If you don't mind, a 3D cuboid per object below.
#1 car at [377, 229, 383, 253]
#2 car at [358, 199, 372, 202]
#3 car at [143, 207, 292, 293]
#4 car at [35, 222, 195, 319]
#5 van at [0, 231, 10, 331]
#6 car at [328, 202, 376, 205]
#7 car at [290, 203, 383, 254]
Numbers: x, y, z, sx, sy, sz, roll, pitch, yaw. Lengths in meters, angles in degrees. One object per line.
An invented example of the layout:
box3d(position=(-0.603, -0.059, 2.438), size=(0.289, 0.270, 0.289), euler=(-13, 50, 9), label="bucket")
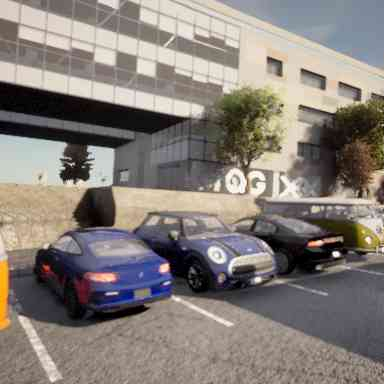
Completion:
box3d(position=(6.743, 1.570, 8.189), size=(4.718, 1.301, 1.895), euler=(0, 0, -36), label="car")
box3d(position=(11.503, 1.296, 17.134), size=(2.185, 1.767, 4.553), euler=(0, 0, -35), label="car")
box3d(position=(0.096, 1.338, 9.073), size=(2.185, 1.767, 4.553), euler=(0, 0, -35), label="car")
box3d(position=(-2.158, 1.513, 7.425), size=(2.002, 1.452, 4.674), euler=(0, 0, -36), label="car")
box3d(position=(-4.502, 1.255, 5.899), size=(1.878, 1.987, 4.442), euler=(0, 0, -36), label="van")
box3d(position=(9.215, 1.431, 15.534), size=(2.231, 1.521, 4.892), euler=(0, 0, -36), label="car")
box3d(position=(6.933, 1.439, 13.921), size=(2.231, 1.521, 4.892), euler=(0, 0, -35), label="car")
